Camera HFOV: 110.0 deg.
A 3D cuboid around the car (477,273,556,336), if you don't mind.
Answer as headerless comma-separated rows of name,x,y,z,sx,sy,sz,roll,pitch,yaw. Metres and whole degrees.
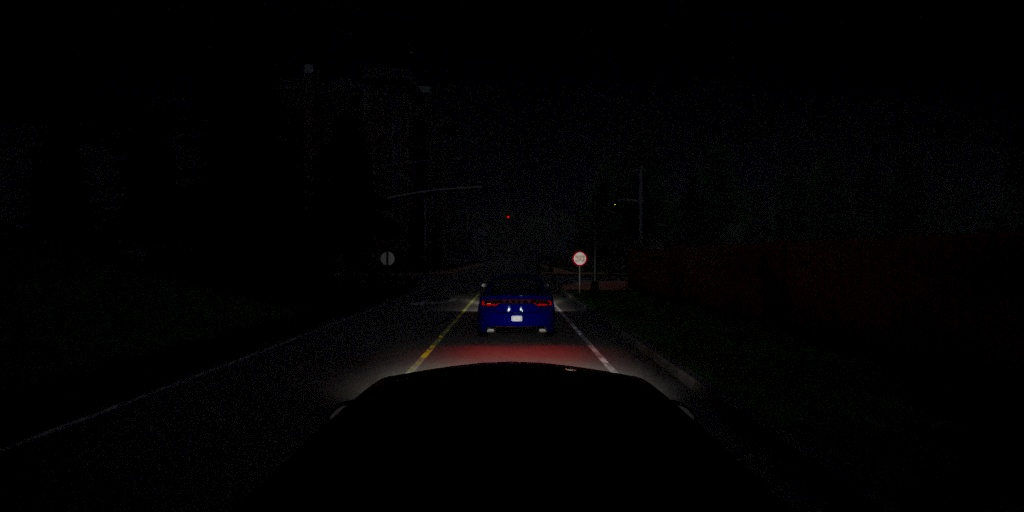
car,0.101,1.227,10.379,1.882,1.535,5.008,0,0,0
